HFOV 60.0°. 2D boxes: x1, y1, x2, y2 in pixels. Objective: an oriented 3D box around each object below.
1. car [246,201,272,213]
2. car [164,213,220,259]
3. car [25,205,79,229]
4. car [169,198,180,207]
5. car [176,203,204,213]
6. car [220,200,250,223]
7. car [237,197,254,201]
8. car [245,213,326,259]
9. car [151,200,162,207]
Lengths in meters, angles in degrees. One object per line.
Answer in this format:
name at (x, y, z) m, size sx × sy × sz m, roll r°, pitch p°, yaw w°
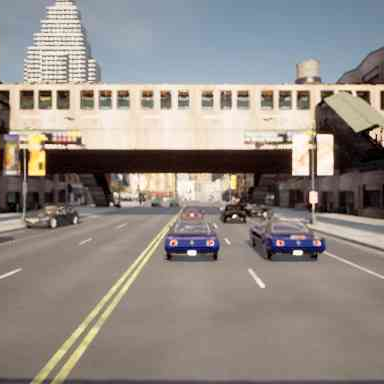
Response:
car at (6.727, 1.981, 35.429) m, size 1.895 × 1.301 × 4.718 m, roll 0°, pitch -1°, yaw 0°
car at (0.017, 1.746, 13.215) m, size 1.895 × 1.301 × 4.718 m, roll 0°, pitch -1°, yaw 0°
car at (-10.004, 1.745, 24.203) m, size 2.231 × 1.521 × 4.892 m, roll 0°, pitch -1°, yaw 10°
car at (-3.396, 2.207, 64.857) m, size 1.837 × 1.490 × 4.892 m, roll 0°, pitch 0°, yaw 0°
car at (0.016, 1.847, 27.494) m, size 2.033 × 1.411 × 5.357 m, roll 0°, pitch -1°, yaw 0°
car at (3.549, 1.796, 29.210) m, size 1.882 × 1.535 × 5.008 m, roll 0°, pitch 0°, yaw 1°
car at (6.682, 1.695, 42.829) m, size 2.435 × 2.045 × 5.566 m, roll 0°, pitch -1°, yaw 0°
car at (3.517, 1.746, 13.217) m, size 1.895 × 1.301 × 4.718 m, roll 0°, pitch -1°, yaw 0°
car at (-6.888, 2.251, 64.848) m, size 2.033 × 1.411 × 5.357 m, roll 0°, pitch -1°, yaw 0°
